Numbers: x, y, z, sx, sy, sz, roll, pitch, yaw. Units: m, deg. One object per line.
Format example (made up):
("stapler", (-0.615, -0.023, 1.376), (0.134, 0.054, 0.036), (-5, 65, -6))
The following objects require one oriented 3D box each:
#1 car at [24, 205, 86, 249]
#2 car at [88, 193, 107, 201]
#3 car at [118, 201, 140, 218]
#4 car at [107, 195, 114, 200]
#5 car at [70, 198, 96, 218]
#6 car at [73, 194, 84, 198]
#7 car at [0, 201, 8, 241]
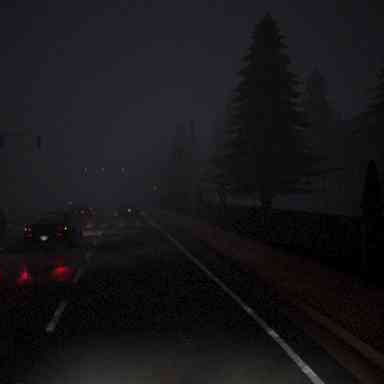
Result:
("car", (-6.018, 1.539, 14.735), (1.812, 1.442, 4.674), (0, 0, -12))
("car", (-25.509, 1.506, 89.447), (1.837, 1.490, 4.892), (0, 0, -38))
("car", (-5.822, 1.547, 30.673), (1.994, 1.385, 4.181), (0, 0, -12))
("car", (-23.258, 1.487, 92.291), (1.837, 1.490, 4.892), (0, 0, -38))
("car", (-10.228, 1.539, 30.131), (1.812, 1.442, 4.674), (0, 0, -25))
("car", (-26.631, 1.632, 76.512), (1.895, 1.301, 4.718), (0, 0, -16))
("car", (-9.516, 1.261, 13.724), (2.150, 2.045, 5.566), (0, 0, -12))
